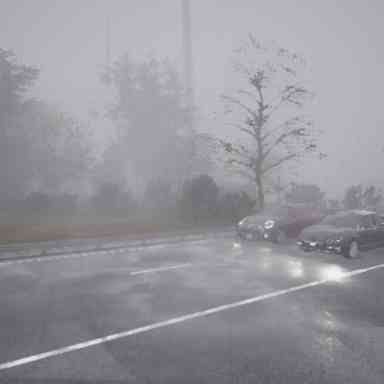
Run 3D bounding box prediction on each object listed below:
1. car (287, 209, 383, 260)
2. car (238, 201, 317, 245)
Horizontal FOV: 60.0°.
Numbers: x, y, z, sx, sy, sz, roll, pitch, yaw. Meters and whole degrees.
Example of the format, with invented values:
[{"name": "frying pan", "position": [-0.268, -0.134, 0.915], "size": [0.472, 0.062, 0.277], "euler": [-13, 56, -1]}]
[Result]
[{"name": "car", "position": [6.029, 1.502, 12.572], "size": [4.892, 1.490, 1.837], "euler": [0, 0, -35]}, {"name": "car", "position": [4.300, 1.350, 15.633], "size": [4.553, 1.767, 2.097], "euler": [0, 0, -35]}]
